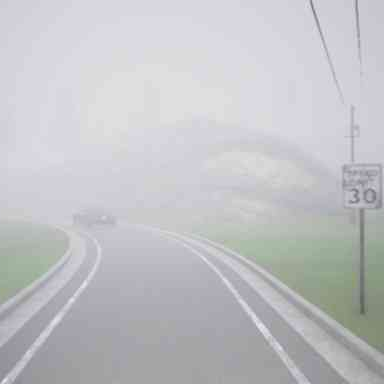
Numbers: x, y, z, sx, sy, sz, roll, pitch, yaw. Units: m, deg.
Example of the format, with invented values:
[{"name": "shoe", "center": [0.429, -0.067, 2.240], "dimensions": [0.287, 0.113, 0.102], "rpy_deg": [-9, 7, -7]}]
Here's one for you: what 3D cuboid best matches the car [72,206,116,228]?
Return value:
[{"name": "car", "center": [-6.885, 1.642, 23.167], "dimensions": [1.994, 1.385, 4.181], "rpy_deg": [0, 0, -36]}]
